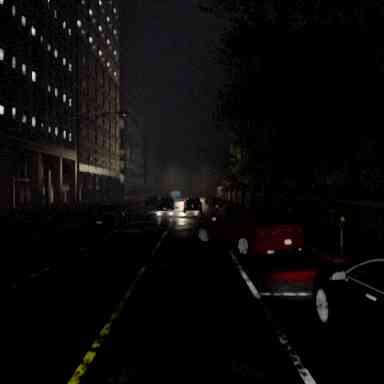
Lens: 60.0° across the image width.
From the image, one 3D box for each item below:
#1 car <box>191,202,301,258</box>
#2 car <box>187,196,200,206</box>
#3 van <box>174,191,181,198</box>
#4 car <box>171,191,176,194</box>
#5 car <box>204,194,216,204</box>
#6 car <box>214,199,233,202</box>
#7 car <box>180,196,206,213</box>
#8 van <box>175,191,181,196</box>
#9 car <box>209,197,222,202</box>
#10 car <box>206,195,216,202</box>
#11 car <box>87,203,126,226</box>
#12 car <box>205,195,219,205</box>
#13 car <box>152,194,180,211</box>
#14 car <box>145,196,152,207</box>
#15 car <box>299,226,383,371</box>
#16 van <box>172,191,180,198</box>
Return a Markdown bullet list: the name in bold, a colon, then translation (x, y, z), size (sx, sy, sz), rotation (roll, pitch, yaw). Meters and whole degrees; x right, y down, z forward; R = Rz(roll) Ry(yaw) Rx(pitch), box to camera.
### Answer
- **car**: translation (1.971, 1.380, 12.630), size (1.882, 1.535, 5.008), rotation (0, 1, -24)
- **car**: translation (0.250, 1.232, 49.071), size (1.895, 1.301, 4.718), rotation (0, 0, 1)
- **van**: translation (-4.026, 0.643, 94.864), size (1.690, 1.788, 3.998), rotation (0, 0, 2)
- **car**: translation (-4.835, 1.069, 66.729), size (1.947, 1.339, 4.313), rotation (0, 0, 1)
- **car**: translation (2.977, 1.110, 55.433), size (1.752, 1.417, 4.829), rotation (0, 0, 1)
- **car**: translation (2.707, 1.381, 21.430), size (1.887, 1.381, 4.507), rotation (0, 0, 0)
- **car**: translation (0.114, 1.299, 32.693), size (2.033, 1.411, 5.357), rotation (0, 0, 1)
- **van**: translation (-4.395, 0.723, 83.606), size (1.690, 1.788, 3.998), rotation (0, 0, 2)
- **car**: translation (2.713, 1.345, 27.063), size (2.008, 1.369, 4.403), rotation (0, 0, 0)
- **car**: translation (2.770, 1.255, 38.343), size (1.887, 1.381, 4.507), rotation (0, 0, 0)
- **car**: translation (-5.463, 1.400, 21.735), size (1.947, 1.339, 4.313), rotation (0, 0, 0)
- **car**: translation (2.891, 1.172, 49.624), size (1.887, 1.381, 4.507), rotation (0, 0, 1)
- **car**: translation (-2.796, 1.270, 36.586), size (2.033, 1.411, 5.357), rotation (0, 0, 0)
- **car**: translation (-5.200, 1.211, 44.228), size (1.887, 1.381, 4.507), rotation (0, 0, 0)
- **car**: translation (3.020, 1.472, 3.954), size (1.837, 1.490, 4.892), rotation (0, 0, 0)
- **van**: translation (-4.217, 0.683, 89.239), size (1.690, 1.788, 3.998), rotation (0, 0, 2)
